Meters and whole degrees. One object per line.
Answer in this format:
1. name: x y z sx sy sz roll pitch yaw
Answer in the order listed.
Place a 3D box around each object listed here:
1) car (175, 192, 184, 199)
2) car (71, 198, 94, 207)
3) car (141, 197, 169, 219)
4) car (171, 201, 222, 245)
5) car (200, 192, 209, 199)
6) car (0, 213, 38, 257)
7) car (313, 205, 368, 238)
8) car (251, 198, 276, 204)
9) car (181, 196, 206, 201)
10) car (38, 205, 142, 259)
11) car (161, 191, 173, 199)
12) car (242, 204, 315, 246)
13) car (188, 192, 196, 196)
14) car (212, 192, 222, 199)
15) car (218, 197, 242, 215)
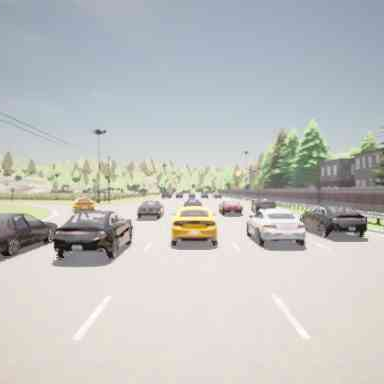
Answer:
1. car: -3.506 1.061 89.683 1.837 1.490 4.892 0 0 0
2. car: -11.281 1.310 34.259 1.882 1.535 5.008 0 0 -23
3. car: -3.402 1.411 27.931 2.033 1.411 5.357 0 0 0
4. car: 0.097 1.404 15.236 1.882 1.535 5.008 0 0 0
5. car: 3.494 1.039 89.683 1.882 1.535 5.008 0 0 0
6. car: -6.900 1.486 12.531 2.033 1.411 5.357 0 0 0
7. car: 7.098 1.409 17.145 2.128 1.511 4.902 0 0 0
8. car: 7.097 1.331 33.263 2.128 1.511 4.902 0 0 0
9. car: 0.097 1.400 33.833 1.994 1.385 4.181 0 0 0
10. car: -3.405 1.430 12.282 2.128 1.511 4.902 0 0 0
11. car: -7.006 0.786 89.711 2.150 2.045 5.566 0 0 0
12. car: 3.597 1.454 14.786 1.812 1.442 4.674 0 0 0
13. car: -0.006 1.039 89.683 1.882 1.535 5.008 0 0 0
14. car: 6.994 1.086 89.683 2.128 1.511 4.902 0 0 0
15. car: 3.597 1.447 31.710 1.895 1.301 4.718 0 0 0
